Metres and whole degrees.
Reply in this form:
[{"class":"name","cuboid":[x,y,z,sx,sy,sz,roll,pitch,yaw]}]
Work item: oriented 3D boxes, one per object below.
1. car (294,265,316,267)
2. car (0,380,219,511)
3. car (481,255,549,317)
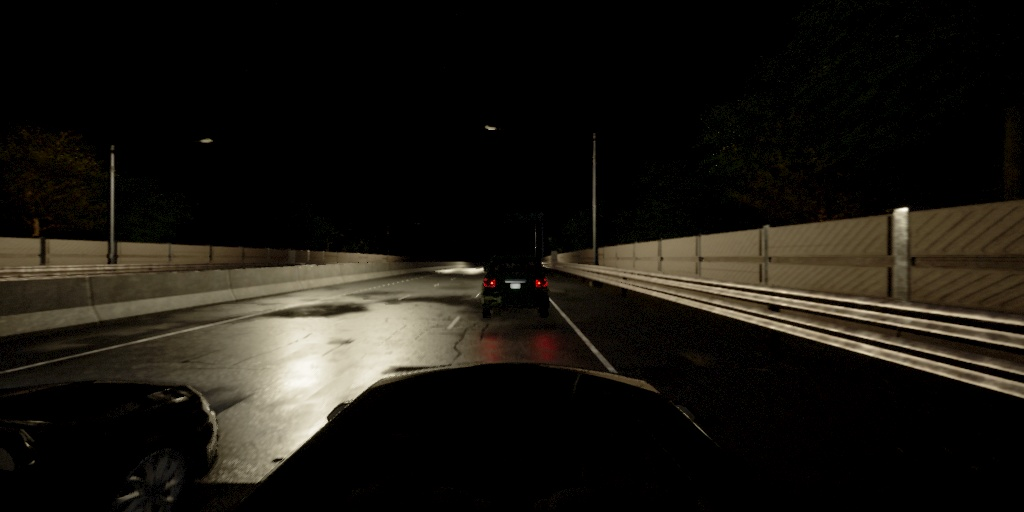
[{"class":"car","cuboid":[-17.556,1.400,29.993,1.895,1.301,4.718,0,0,0]},{"class":"car","cuboid":[-3.400,1.255,1.019,1.837,1.490,4.892,0,0,0]},{"class":"car","cuboid":[0.104,0.978,13.280,2.150,2.045,5.566,0,0,0]}]
